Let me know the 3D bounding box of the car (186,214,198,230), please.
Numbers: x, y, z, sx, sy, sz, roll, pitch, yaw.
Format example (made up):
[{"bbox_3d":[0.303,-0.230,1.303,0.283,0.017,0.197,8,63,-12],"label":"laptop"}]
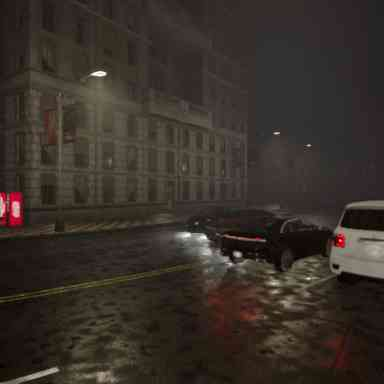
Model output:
[{"bbox_3d":[1.504,1.551,19.814,1.994,1.385,4.181,0,0,39],"label":"car"}]

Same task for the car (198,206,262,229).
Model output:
[{"bbox_3d":[2.602,1.516,15.712,1.812,1.442,4.674,0,0,41],"label":"car"}]

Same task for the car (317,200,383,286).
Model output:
[{"bbox_3d":[5.508,1.218,8.450,5.566,2.045,2.150,0,0,-45],"label":"car"}]

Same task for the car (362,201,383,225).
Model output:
[{"bbox_3d":[14.228,1.467,24.840,1.882,1.535,5.008,0,0,37],"label":"car"}]

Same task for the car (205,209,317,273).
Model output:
[{"bbox_3d":[2.959,1.486,10.799,4.902,1.511,2.128,0,0,-45],"label":"car"}]
